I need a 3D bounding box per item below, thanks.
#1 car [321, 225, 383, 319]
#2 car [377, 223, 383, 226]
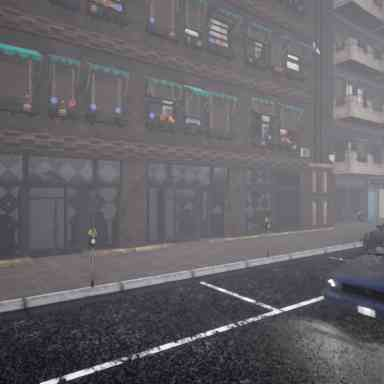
[{"bbox_3d":[5.000,1.547,6.932,5.357,1.411,2.033,0,0,-35],"label":"car"},{"bbox_3d":[8.093,1.565,12.311,4.313,1.339,1.947,0,0,-35],"label":"car"}]
